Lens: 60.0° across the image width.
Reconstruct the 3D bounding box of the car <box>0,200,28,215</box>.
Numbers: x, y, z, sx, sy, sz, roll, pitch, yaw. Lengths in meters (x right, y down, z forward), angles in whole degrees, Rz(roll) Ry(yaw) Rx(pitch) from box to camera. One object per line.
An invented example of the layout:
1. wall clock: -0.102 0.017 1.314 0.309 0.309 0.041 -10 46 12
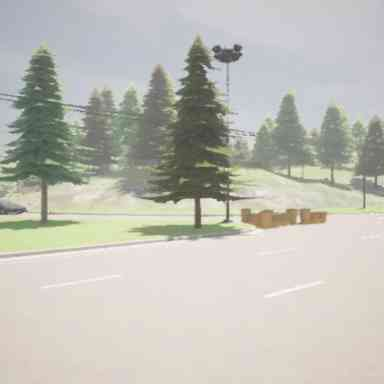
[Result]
1. car: -18.911 1.551 33.472 5.357 1.411 2.033 0 0 31
